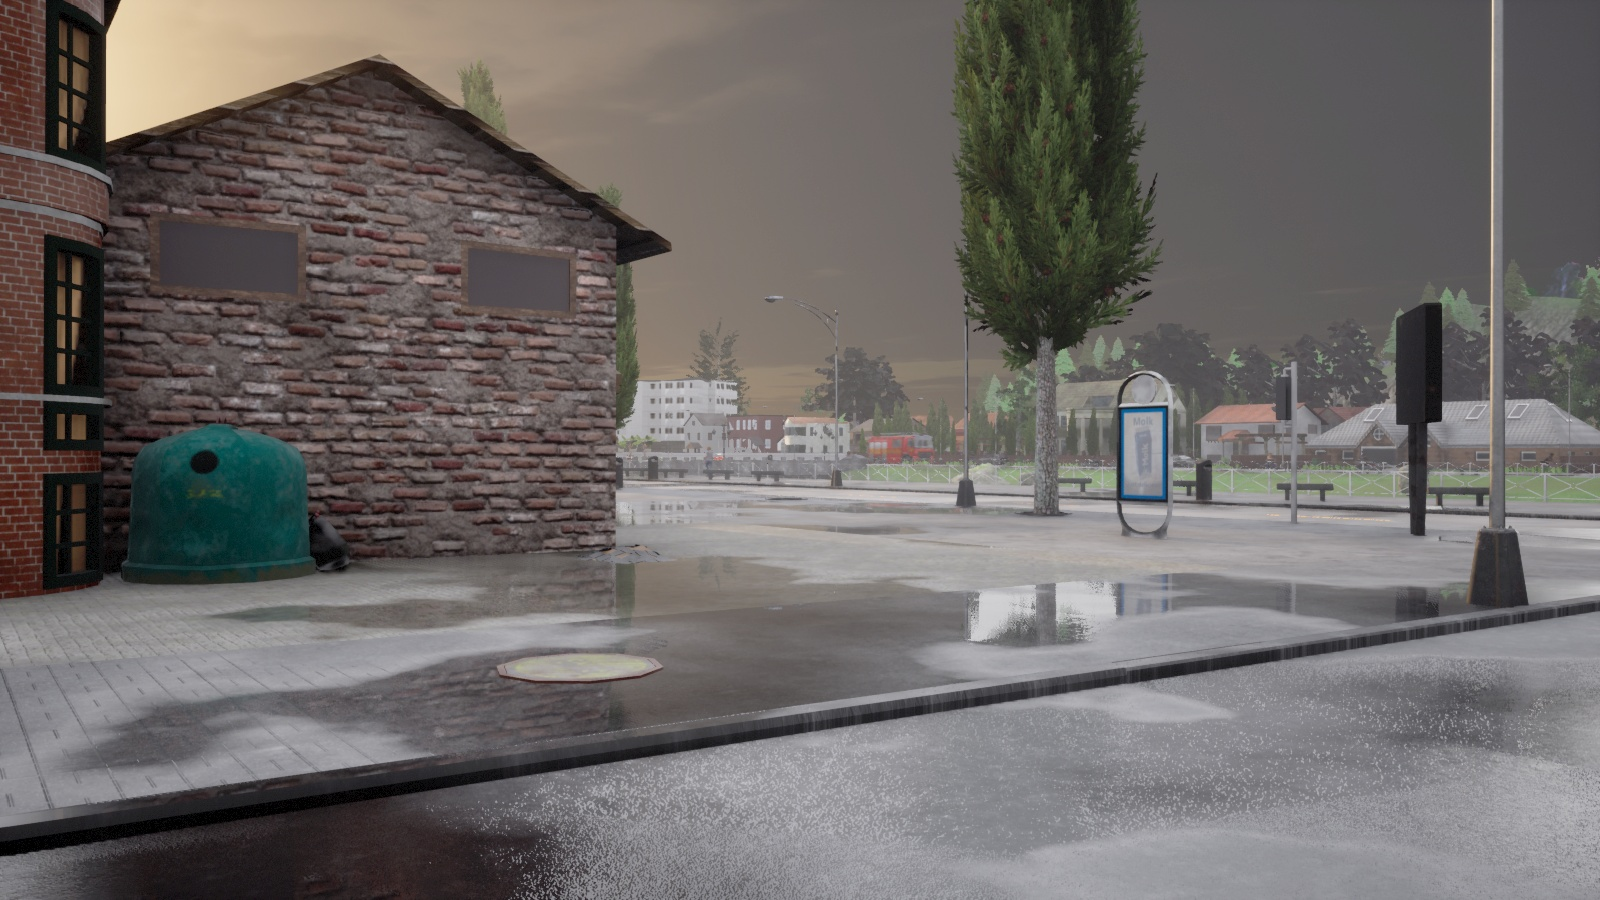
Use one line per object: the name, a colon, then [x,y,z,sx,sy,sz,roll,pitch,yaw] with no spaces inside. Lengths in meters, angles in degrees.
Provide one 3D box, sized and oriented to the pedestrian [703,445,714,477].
pedestrian: [-5.297,0.644,72.636,0.354,1.836,0.706,0,0,-35]
